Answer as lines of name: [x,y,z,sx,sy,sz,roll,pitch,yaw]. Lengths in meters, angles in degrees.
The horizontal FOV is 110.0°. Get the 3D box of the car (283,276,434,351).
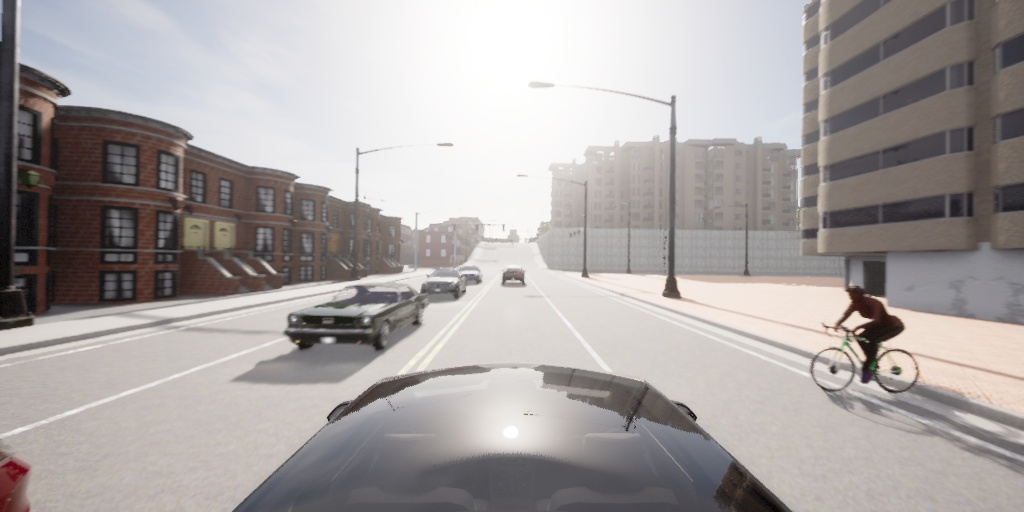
car: [-3.578,1.363,9.212,1.895,1.301,4.718,1,-1,0]

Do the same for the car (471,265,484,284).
car: [-3.467,1.473,29.751,1.812,1.442,4.674,1,-1,1]

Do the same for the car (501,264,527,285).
car: [0.129,1.508,29.672,1.837,1.490,4.892,1,-1,1]

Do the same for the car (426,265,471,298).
car: [-3.534,1.380,19.417,1.812,1.442,4.674,1,-1,0]

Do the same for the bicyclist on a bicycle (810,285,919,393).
bicyclist on a bicycle: [5.346,1.270,5.436,1.656,1.620,0.582,1,-1,0]
